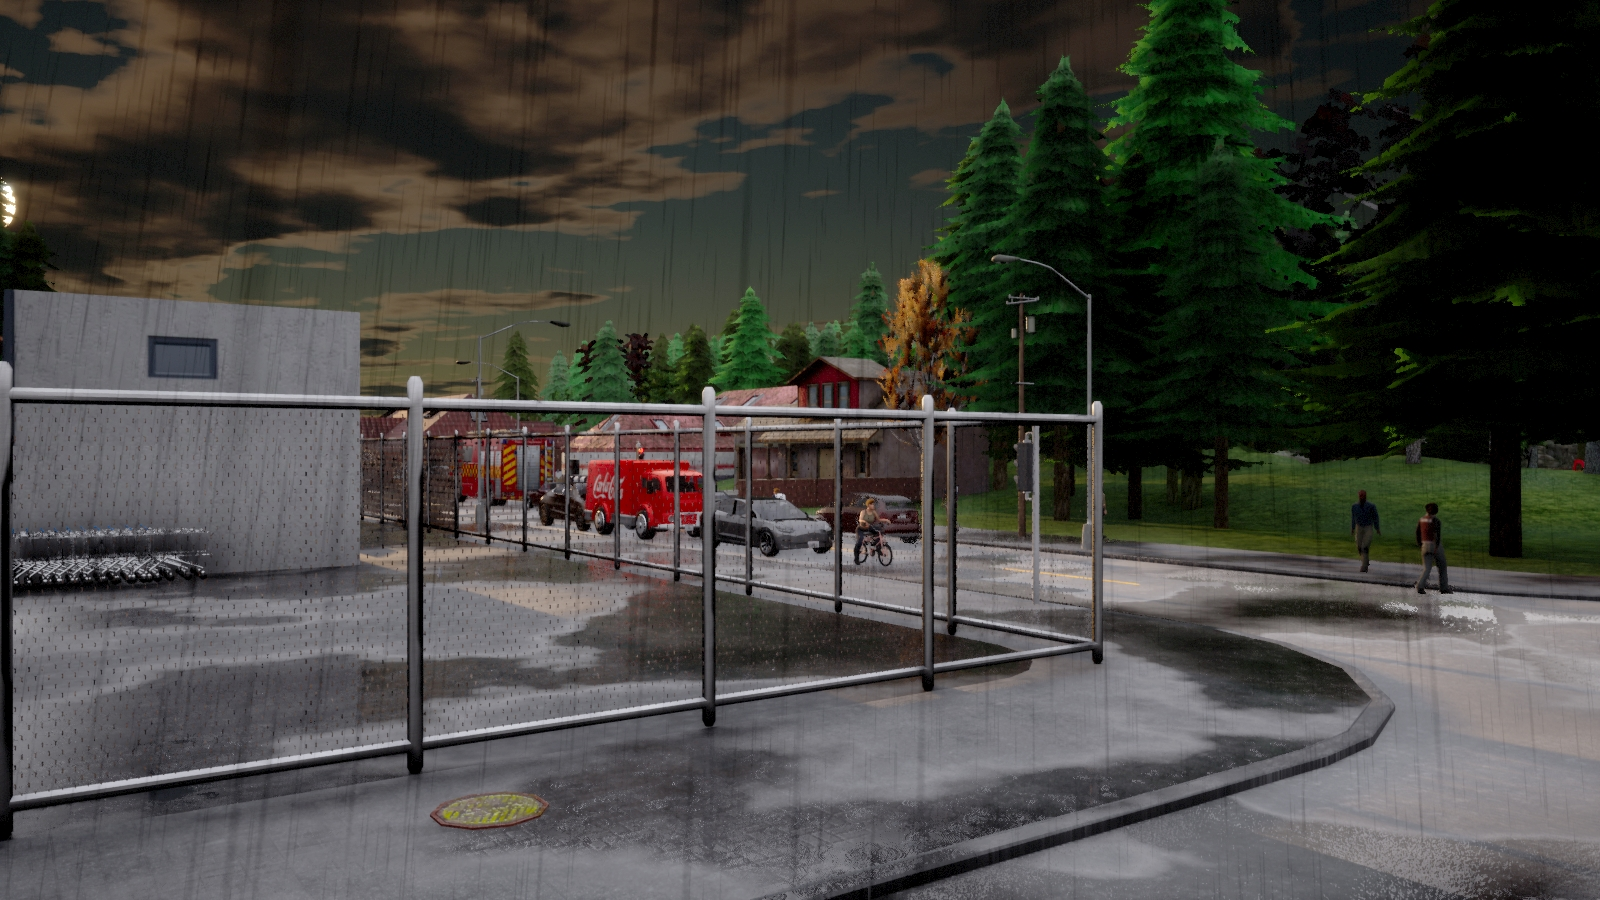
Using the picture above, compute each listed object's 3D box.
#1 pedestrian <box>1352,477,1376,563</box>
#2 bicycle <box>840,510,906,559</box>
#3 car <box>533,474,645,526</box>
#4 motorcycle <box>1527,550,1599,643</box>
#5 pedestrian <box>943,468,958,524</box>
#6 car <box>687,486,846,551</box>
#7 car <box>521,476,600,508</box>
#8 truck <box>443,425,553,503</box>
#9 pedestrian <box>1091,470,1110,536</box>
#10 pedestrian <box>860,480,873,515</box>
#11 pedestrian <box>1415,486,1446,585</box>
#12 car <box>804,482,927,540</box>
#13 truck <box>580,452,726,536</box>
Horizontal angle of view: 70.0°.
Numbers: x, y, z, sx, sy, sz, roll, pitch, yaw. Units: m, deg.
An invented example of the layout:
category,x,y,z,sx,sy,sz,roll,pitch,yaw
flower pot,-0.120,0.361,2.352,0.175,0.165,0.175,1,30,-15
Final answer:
category,x,y,z,sx,sy,sz,roll,pitch,yaw
pedestrian,12.363,1.520,25.038,0.375,1.860,0.375,0,0,43
bicycle,1.773,2.033,27.810,0.859,1.080,1.487,0,0,-35
car,-7.756,1.772,41.538,2.152,1.651,5.027,0,0,-34
motorcycle,11.050,1.990,15.404,2.033,1.145,0.803,0,0,27
pedestrian,4.980,1.520,37.825,0.375,1.860,0.375,0,0,-23
car,-1.029,1.840,31.812,2.163,1.488,4.792,0,0,-35
car,-11.268,1.931,53.453,1.895,1.301,4.718,0,0,-35
truck,-16.070,0.667,60.303,2.891,3.827,8.468,0,0,-35
pedestrian,8.666,1.522,32.995,0.375,1.860,0.375,0,0,-38
pedestrian,2.507,1.801,43.063,0.375,1.300,0.375,0,0,-32
pedestrian,12.033,1.625,21.805,0.375,1.860,0.375,0,0,-26
car,1.926,1.801,34.546,1.789,1.549,3.705,0,0,-35
truck,-4.910,1.336,37.383,2.627,2.467,5.204,0,0,-35
